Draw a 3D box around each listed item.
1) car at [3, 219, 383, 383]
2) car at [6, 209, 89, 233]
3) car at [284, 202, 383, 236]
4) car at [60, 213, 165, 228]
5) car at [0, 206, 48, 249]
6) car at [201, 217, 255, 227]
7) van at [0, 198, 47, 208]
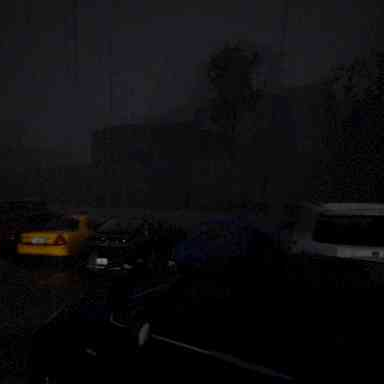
[{"bbox_3d":[0.515,1.352,3.011,4.553,1.767,2.097,0,0,36],"label":"car"},{"bbox_3d":[-3.977,1.497,12.537,1.946,1.575,5.366,0,-1,16],"label":"car"},{"bbox_3d":[3.262,1.240,7.192,2.435,2.045,5.566,0,-1,16],"label":"car"},{"bbox_3d":[-1.601,1.495,10.620,2.231,1.521,4.892,0,-1,16],"label":"car"},{"bbox_3d":[-6.448,1.533,14.118,2.163,1.488,4.792,0,-1,16],"label":"car"},{"bbox_3d":[0.836,1.491,8.896,2.097,1.535,5.008,1,-1,16],"label":"car"},{"bbox_3d":[-8.907,1.281,15.712,1.878,1.987,4.442,0,-1,16],"label":"van"}]
